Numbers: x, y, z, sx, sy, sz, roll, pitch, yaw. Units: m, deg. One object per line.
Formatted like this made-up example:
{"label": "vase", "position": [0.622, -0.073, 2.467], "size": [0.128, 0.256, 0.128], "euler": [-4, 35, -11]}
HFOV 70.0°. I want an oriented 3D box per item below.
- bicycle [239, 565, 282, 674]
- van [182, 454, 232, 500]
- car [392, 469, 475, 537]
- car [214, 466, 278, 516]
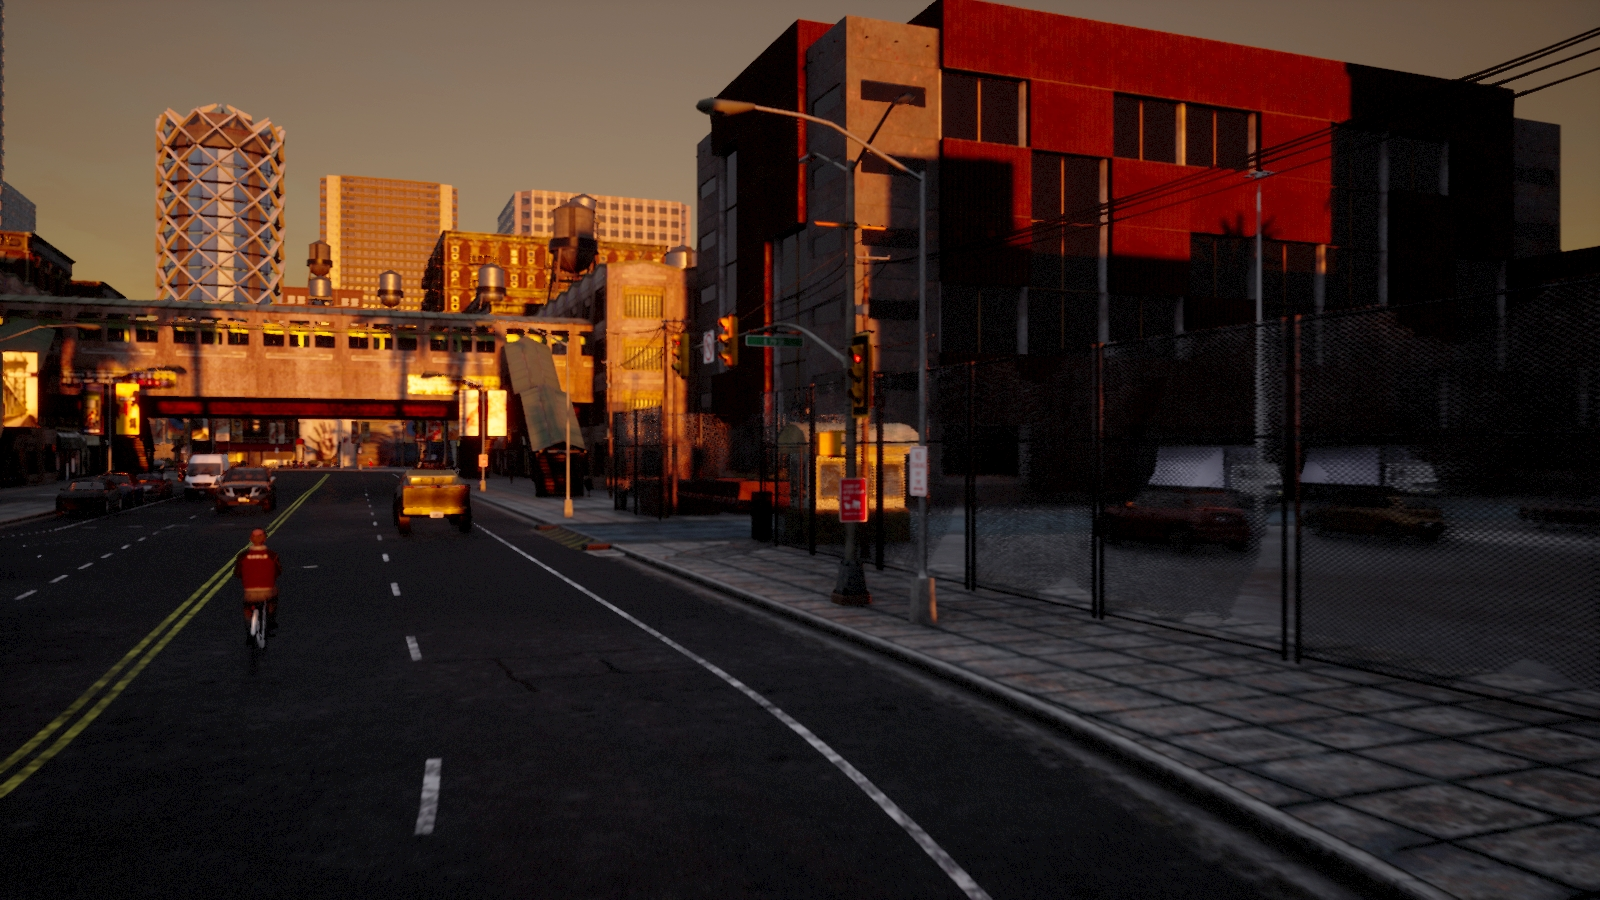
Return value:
{"label": "bicycle", "position": [-7.178, 2.212, 15.236], "size": [0.329, 1.171, 1.835], "euler": [0, 0, -20]}
{"label": "van", "position": [-34.847, 1.542, 67.277], "size": [1.988, 2.561, 5.915], "euler": [0, 0, -21]}
{"label": "car", "position": [-12.996, 1.756, 40.219], "size": [2.390, 2.098, 6.274], "euler": [0, 0, -21]}
{"label": "car", "position": [-25.106, 1.783, 51.962], "size": [2.150, 2.045, 5.566], "euler": [0, 0, -21]}
